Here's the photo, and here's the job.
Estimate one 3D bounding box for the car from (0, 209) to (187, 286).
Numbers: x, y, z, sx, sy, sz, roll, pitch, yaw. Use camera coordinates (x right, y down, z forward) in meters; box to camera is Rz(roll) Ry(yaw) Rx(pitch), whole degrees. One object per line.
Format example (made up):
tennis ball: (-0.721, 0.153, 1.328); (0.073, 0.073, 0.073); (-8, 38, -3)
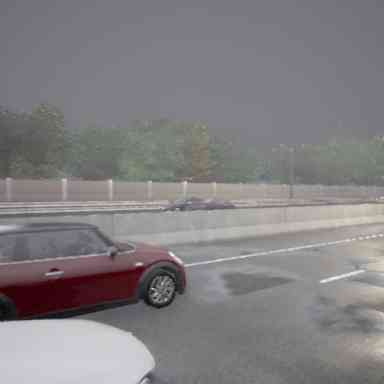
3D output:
car: (-2.313, 1.353, 6.397); (4.553, 1.767, 2.097); (0, 0, -36)

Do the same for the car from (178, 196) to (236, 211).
car: (1.512, 1.153, 26.448); (4.674, 1.442, 1.812); (0, 0, -36)

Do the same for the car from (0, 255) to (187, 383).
car: (-2.409, 1.525, 2.027); (4.674, 1.442, 1.812); (0, 0, -36)

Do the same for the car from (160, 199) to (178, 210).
car: (-0.521, 1.169, 29.297); (4.892, 1.490, 1.837); (0, 0, -36)
